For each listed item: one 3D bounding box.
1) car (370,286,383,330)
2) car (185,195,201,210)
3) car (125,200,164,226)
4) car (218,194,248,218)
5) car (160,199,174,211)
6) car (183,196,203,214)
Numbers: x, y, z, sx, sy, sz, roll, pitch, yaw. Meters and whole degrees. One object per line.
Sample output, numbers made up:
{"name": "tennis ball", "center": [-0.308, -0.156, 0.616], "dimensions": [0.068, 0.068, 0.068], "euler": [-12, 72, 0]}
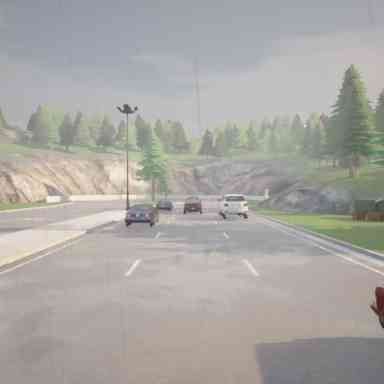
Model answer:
{"name": "car", "center": [3.598, 1.601, 2.841], "dimensions": [1.895, 1.301, 4.718], "euler": [0, 0, 0]}
{"name": "car", "center": [0.196, 1.352, 44.512], "dimensions": [2.097, 1.767, 4.553], "euler": [0, 0, 1]}
{"name": "car", "center": [-3.397, 1.547, 23.308], "dimensions": [2.033, 1.411, 5.357], "euler": [0, 0, 0]}
{"name": "car", "center": [3.604, 1.222, 29.822], "dimensions": [2.150, 2.045, 5.566], "euler": [0, 0, 0]}
{"name": "car", "center": [-3.372, 1.564, 40.527], "dimensions": [1.994, 1.385, 4.181], "euler": [0, 0, 1]}
{"name": "car", "center": [0.097, 1.477, 35.283], "dimensions": [1.882, 1.535, 5.008], "euler": [0, 0, 0]}
